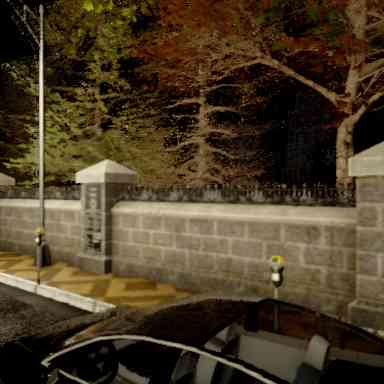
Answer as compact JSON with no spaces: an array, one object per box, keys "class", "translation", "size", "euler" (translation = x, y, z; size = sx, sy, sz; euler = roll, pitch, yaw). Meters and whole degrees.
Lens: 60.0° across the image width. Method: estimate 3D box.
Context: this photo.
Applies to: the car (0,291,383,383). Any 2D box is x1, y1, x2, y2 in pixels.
[{"class":"car","translation":[-0.008,1.565,2.727],"size":[4.313,1.339,1.947],"euler":[0,0,36]}]
